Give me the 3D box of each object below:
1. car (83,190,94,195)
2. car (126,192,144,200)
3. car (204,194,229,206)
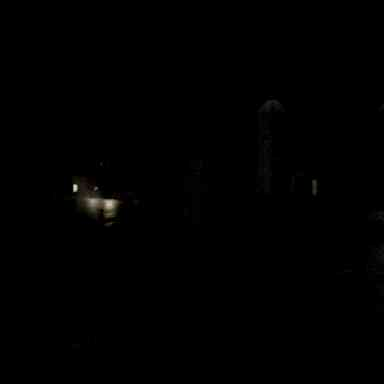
[{"bbox_3d":[-27.917,0.232,89.772,1.994,1.385,4.181,-1,1,-36],"label":"car"},{"bbox_3d":[-10.359,0.701,60.714,1.837,1.490,4.892,-1,1,-35],"label":"car"},{"bbox_3d":[2.818,0.976,42.316,1.994,1.385,4.181,-1,1,-36],"label":"car"}]
